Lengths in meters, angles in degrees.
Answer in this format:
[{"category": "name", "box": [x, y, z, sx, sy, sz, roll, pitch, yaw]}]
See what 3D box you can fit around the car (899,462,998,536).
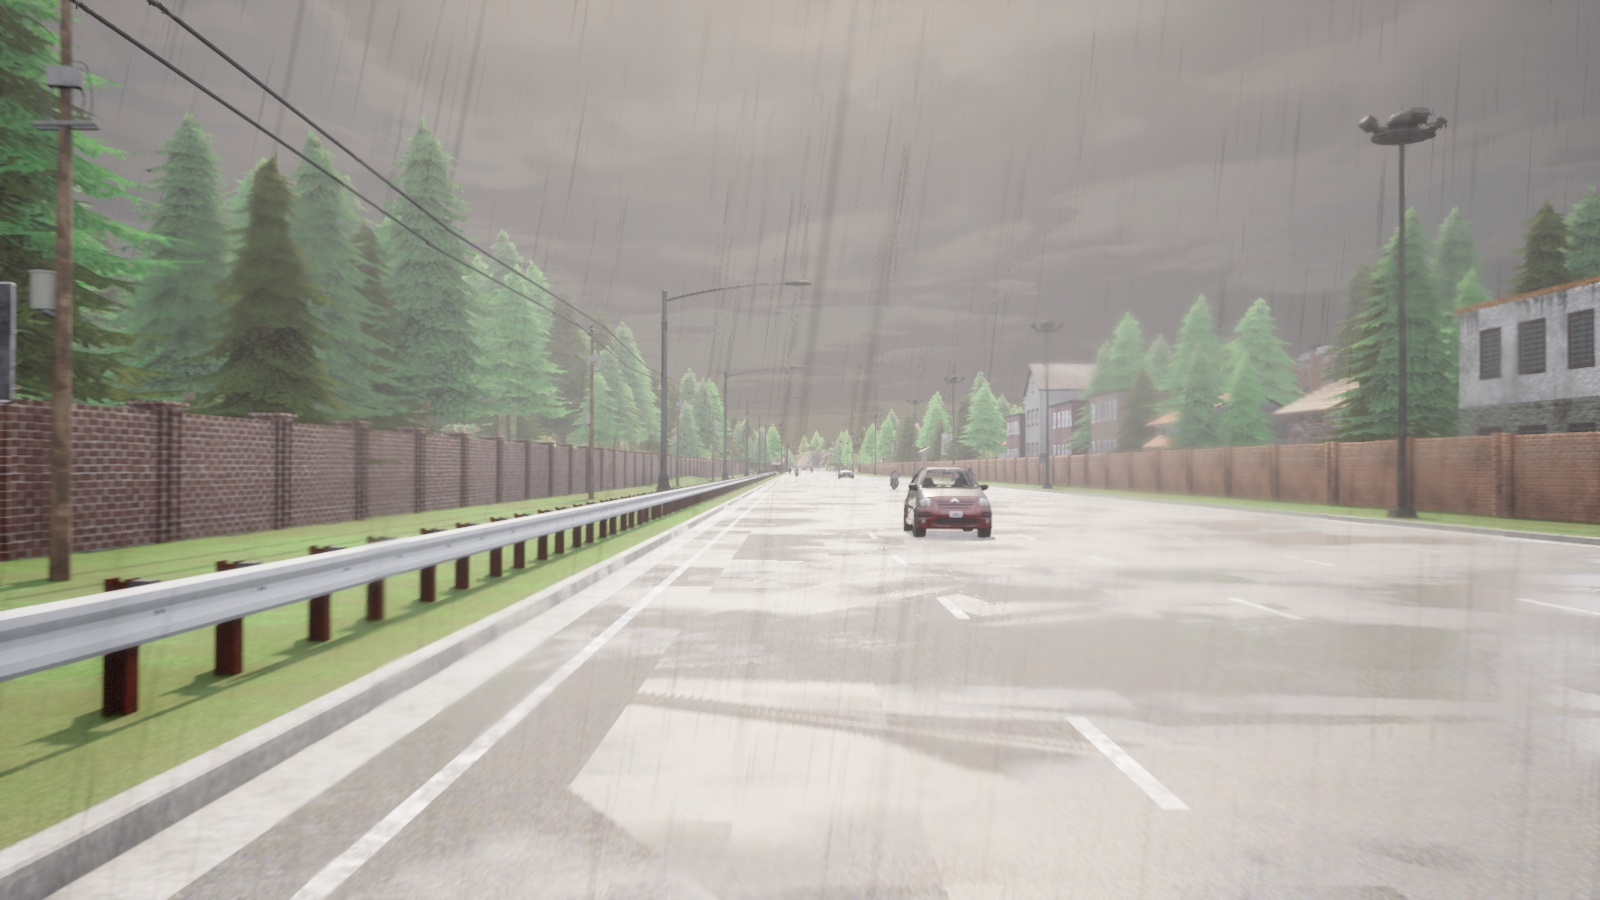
[{"category": "car", "box": [3.429, 1.116, 29.633, 1.851, 1.617, 3.988, 0, -1, 0]}]
